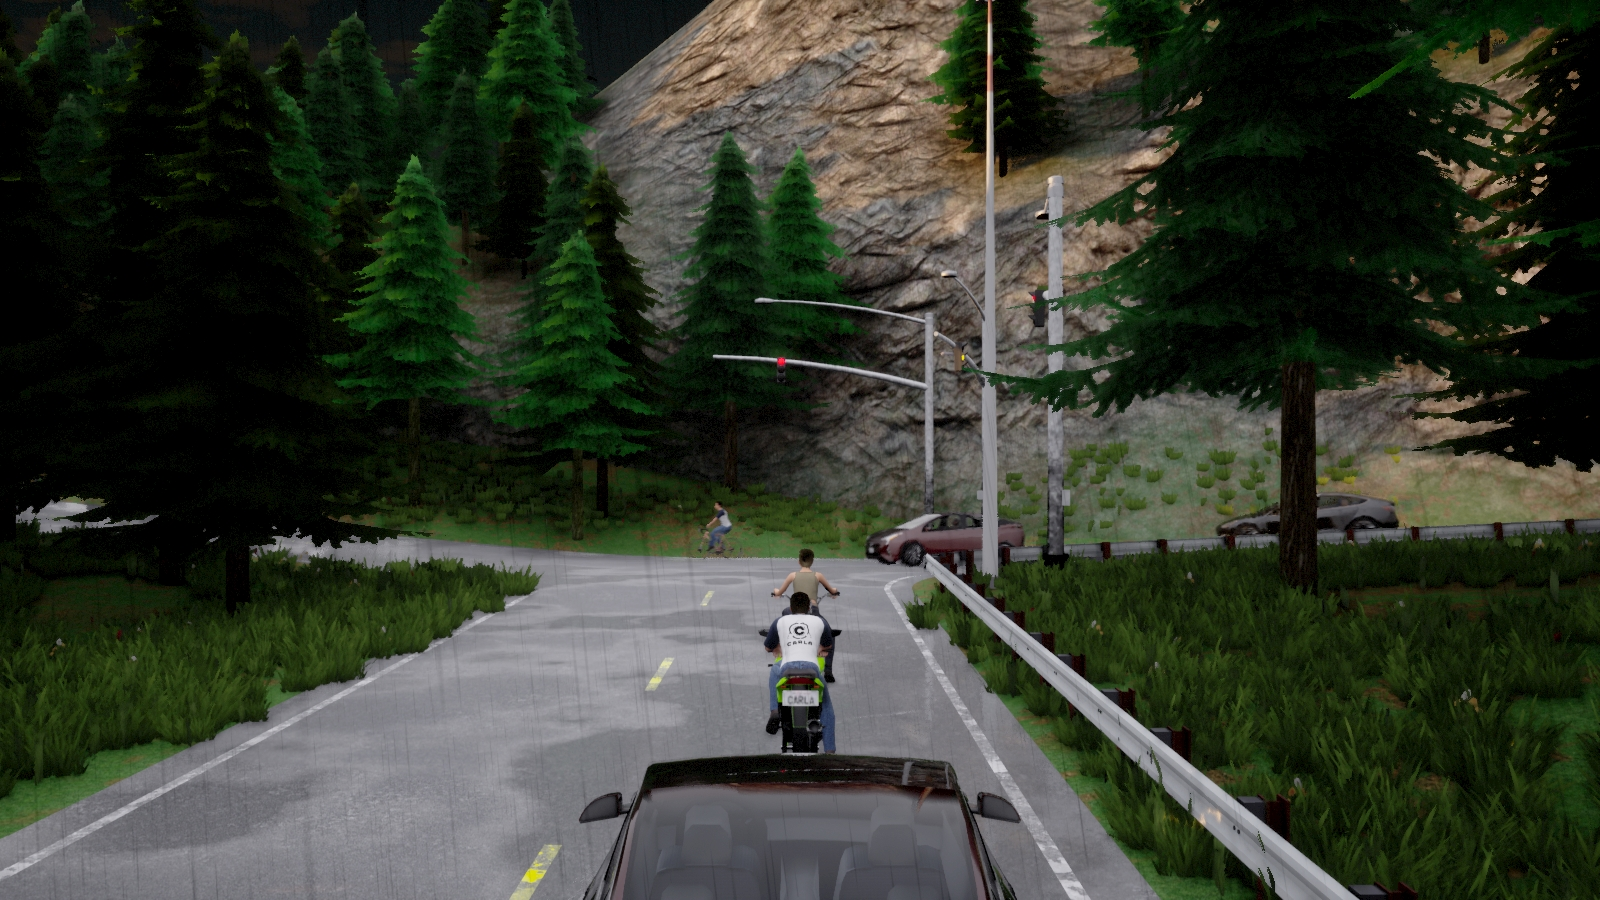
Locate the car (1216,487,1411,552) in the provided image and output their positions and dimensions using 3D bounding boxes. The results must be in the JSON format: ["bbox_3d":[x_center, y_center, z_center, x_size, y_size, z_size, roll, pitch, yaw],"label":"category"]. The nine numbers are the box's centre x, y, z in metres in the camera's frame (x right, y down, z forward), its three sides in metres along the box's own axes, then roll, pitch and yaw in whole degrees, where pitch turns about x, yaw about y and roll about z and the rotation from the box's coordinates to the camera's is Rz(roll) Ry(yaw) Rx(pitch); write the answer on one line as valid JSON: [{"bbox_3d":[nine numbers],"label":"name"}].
[{"bbox_3d":[14.511,1.977,32.629,4.792,1.488,2.163,-5,-2,19],"label":"car"}]

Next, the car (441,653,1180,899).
[{"bbox_3d":[0.029,2.063,5.012,2.163,1.488,4.792,0,0,0],"label":"car"}]

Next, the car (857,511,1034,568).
[{"bbox_3d":[4.092,2.513,32.242,4.514,1.525,2.007,1,-4,-19],"label":"car"}]

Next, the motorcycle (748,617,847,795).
[{"bbox_3d":[-0.020,2.213,10.238,0.803,1.145,2.033,0,0,0],"label":"motorcycle"}]

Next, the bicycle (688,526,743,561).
[{"bbox_3d":[-2.590,2.863,35.083,1.643,1.024,0.373,0,-3,-2],"label":"bicycle"}]
